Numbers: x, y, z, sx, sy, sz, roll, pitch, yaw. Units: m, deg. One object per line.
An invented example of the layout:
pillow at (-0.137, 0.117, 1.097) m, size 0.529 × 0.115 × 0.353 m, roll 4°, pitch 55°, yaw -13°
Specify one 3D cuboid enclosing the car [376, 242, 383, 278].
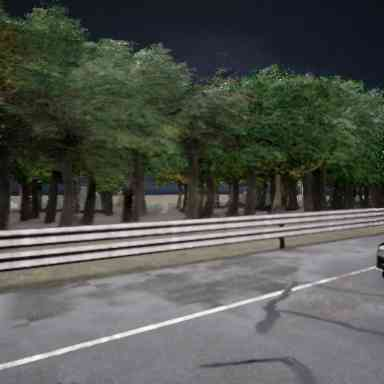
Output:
car at (6.563, 1.490, 8.428) m, size 4.902 × 1.511 × 2.128 m, roll 0°, pitch 0°, yaw -35°
